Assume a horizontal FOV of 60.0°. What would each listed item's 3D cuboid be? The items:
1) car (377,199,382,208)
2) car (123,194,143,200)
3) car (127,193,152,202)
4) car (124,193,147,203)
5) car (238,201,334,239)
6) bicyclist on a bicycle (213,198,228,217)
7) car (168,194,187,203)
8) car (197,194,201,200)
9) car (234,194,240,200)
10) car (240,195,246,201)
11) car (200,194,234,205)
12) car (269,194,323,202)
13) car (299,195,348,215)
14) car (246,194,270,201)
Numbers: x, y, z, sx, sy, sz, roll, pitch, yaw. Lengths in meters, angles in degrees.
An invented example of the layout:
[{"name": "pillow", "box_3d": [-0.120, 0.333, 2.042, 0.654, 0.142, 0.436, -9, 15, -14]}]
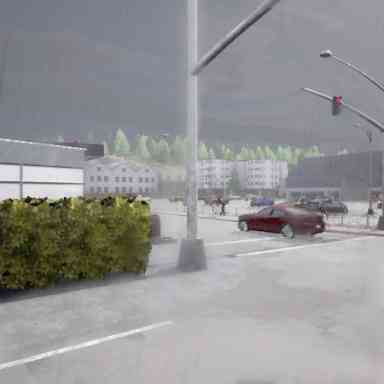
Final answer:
[{"name": "car", "box_3d": [25.707, 1.384, 43.066, 3.806, 1.475, 1.970, 0, 0, -35]}, {"name": "car", "box_3d": [-15.527, 1.334, 87.857, 4.902, 1.511, 2.128, 0, 0, -35]}, {"name": "car", "box_3d": [-9.329, 1.361, 60.572, 3.806, 1.475, 1.970, 0, 0, -35]}, {"name": "car", "box_3d": [-10.730, 1.077, 63.648, 3.866, 1.878, 1.905, 0, 0, -35]}, {"name": "car", "box_3d": [4.534, 1.478, 17.568, 1.882, 1.535, 5.008, -1, 0, -34]}, {"name": "bicyclist on a bicycle", "box_3d": [2.394, 1.301, 28.039, 1.656, 1.620, 0.582, 0, 0, -35]}, {"name": "car", "box_3d": [-2.397, 1.097, 65.455, 4.605, 1.855, 1.932, 0, 0, -35]}, {"name": "car", "box_3d": [1.842, 1.298, 76.876, 4.514, 1.523, 2.007, 0, 0, -35]}, {"name": "car", "box_3d": [9.719, 1.232, 77.905, 3.806, 1.475, 1.970, 0, 0, -35]}, {"name": "car", "box_3d": [13.656, 1.154, 72.827, 5.027, 1.636, 2.152, 0, 0, -35]}, {"name": "car", "box_3d": [4.147, 1.298, 54.832, 4.514, 1.523, 2.007, 0, 0, -35]}, {"name": "car", "box_3d": [10.314, 1.330, 32.506, 5.027, 1.636, 2.152, 0, 0, -35]}, {"name": "car", "box_3d": [12.152, 1.340, 29.963, 4.514, 1.523, 2.007, 0, 0, -35]}, {"name": "car", "box_3d": [9.830, 1.320, 46.612, 3.633, 1.501, 1.845, 0, 0, -35]}]
